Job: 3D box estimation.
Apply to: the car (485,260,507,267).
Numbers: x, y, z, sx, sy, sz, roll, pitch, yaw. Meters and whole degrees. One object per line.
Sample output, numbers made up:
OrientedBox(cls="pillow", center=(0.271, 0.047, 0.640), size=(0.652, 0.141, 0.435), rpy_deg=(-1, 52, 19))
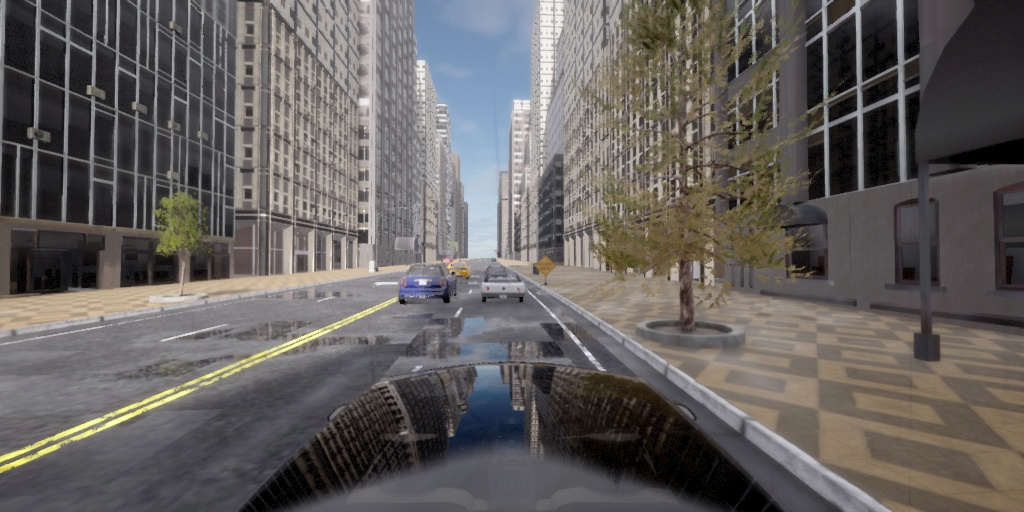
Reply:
OrientedBox(cls="car", center=(-1.430, 1.343, 31.811), size=(1.994, 1.385, 4.181), rpy_deg=(0, 0, -4))

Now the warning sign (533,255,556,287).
OrientedBox(cls="warning sign", center=(2.055, 0.879, 21.787), size=(1.300, 1.860, 1.060), rpy_deg=(0, 0, -4))

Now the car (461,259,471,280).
OrientedBox(cls="car", center=(-4.674, 1.252, 31.607), size=(1.882, 1.535, 5.008), rpy_deg=(0, 0, -4))

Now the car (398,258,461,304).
OrientedBox(cls="car", center=(-3.730, 1.122, 16.605), size=(2.097, 1.767, 4.553), rpy_deg=(0, 0, -4))

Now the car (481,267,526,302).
OrientedBox(cls="car", center=(-0.490, 1.375, 16.869), size=(1.895, 1.301, 4.718), rpy_deg=(0, 0, -4))
